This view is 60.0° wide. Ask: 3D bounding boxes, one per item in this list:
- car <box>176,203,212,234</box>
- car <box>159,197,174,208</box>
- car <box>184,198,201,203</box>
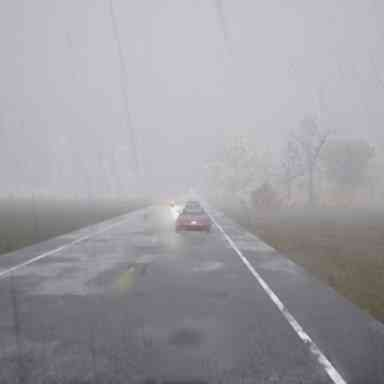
[{"bbox_3d":[0.096,1.573,19.384,1.994,1.385,4.181,0,0,0],"label":"car"},{"bbox_3d":[-3.580,1.502,47.644,1.882,1.535,5.008,0,0,0],"label":"car"},{"bbox_3d":[0.096,1.512,41.288,2.128,1.511,4.902,0,0,0],"label":"car"}]
